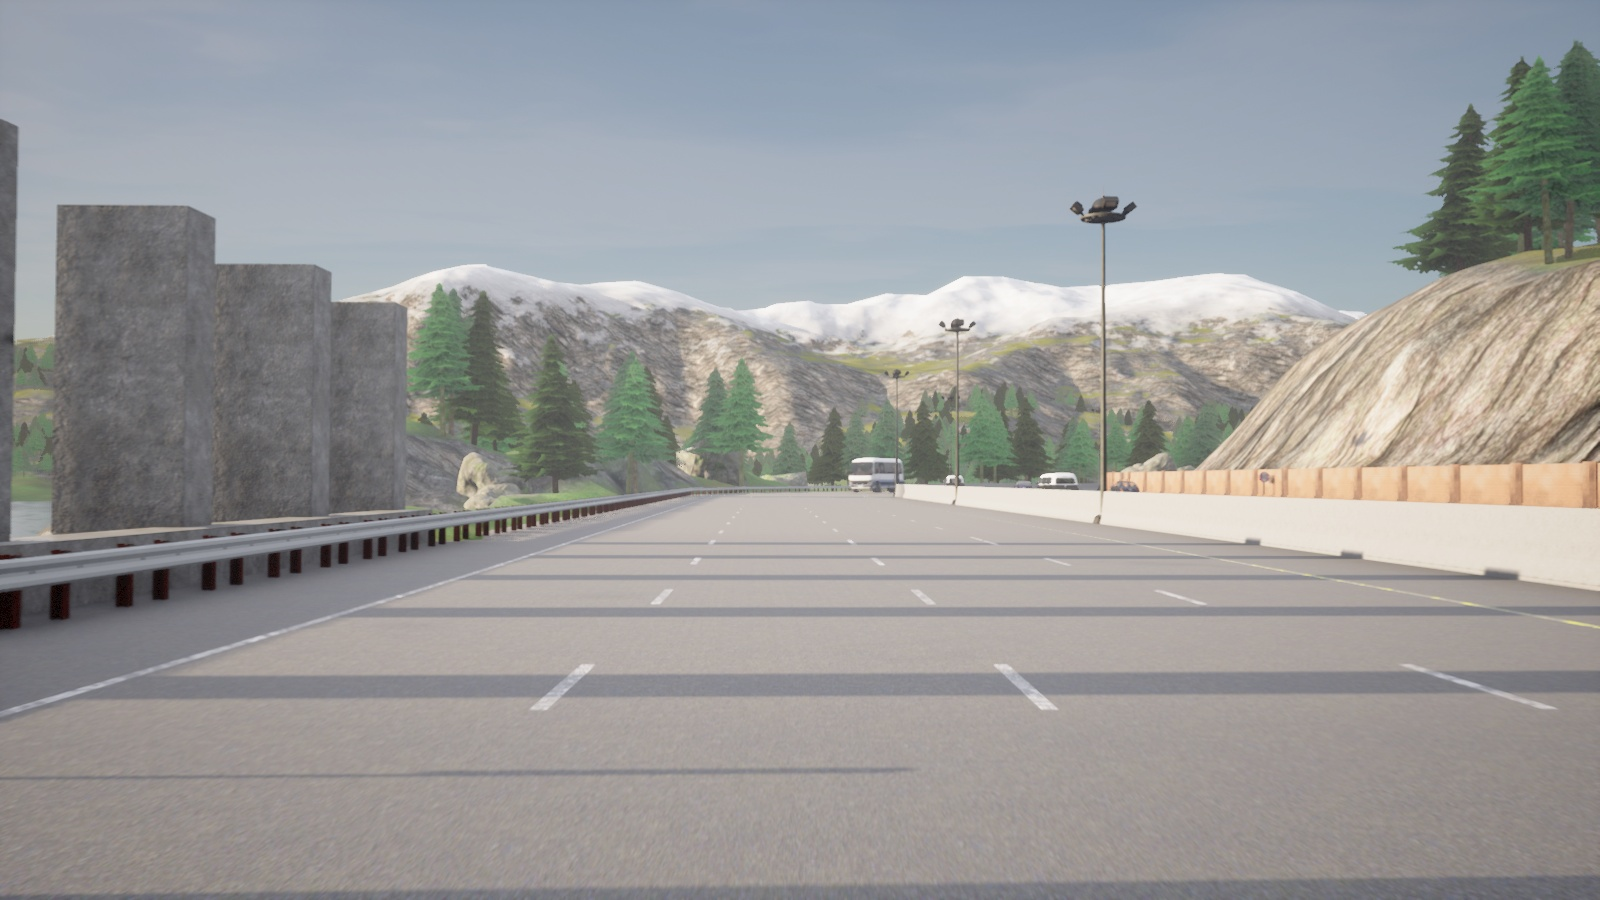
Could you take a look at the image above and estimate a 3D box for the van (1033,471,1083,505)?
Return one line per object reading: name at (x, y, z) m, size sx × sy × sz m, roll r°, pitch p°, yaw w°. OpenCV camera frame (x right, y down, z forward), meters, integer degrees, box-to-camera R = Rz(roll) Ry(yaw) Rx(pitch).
van at (15.853, 2.315, 77.420) m, size 2.069 × 2.038 × 4.480 m, roll 0°, pitch -2°, yaw -2°
